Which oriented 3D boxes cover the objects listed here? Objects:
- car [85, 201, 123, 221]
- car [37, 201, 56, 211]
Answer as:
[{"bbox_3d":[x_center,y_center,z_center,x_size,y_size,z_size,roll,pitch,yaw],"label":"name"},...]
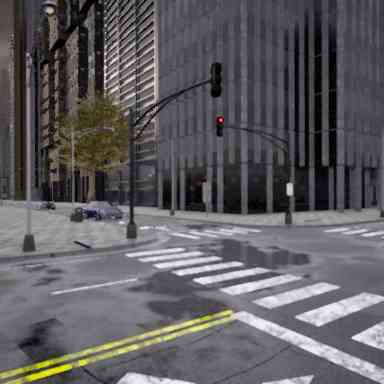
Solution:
[{"bbox_3d":[-7.819,1.562,29.304,2.097,1.767,4.553,0,0,-35],"label":"car"},{"bbox_3d":[-21.044,2.003,47.992,1.994,1.385,4.181,0,-1,-35],"label":"car"}]
